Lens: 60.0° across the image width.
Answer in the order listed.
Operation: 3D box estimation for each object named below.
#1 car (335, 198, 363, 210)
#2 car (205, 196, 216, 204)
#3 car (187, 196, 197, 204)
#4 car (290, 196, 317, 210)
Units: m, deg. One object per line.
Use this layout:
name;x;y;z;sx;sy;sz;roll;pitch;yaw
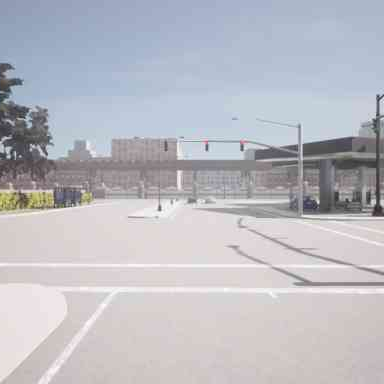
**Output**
car;18.995;1.456;40.486;1.970;1.475;3.806;0;0;0
car;3.563;1.525;64.414;1.812;1.442;4.674;0;0;0
car;0.063;1.547;64.417;2.033;1.411;5.357;0;0;0
car;13.249;1.295;39.729;2.242;1.667;4.611;0;0;0
